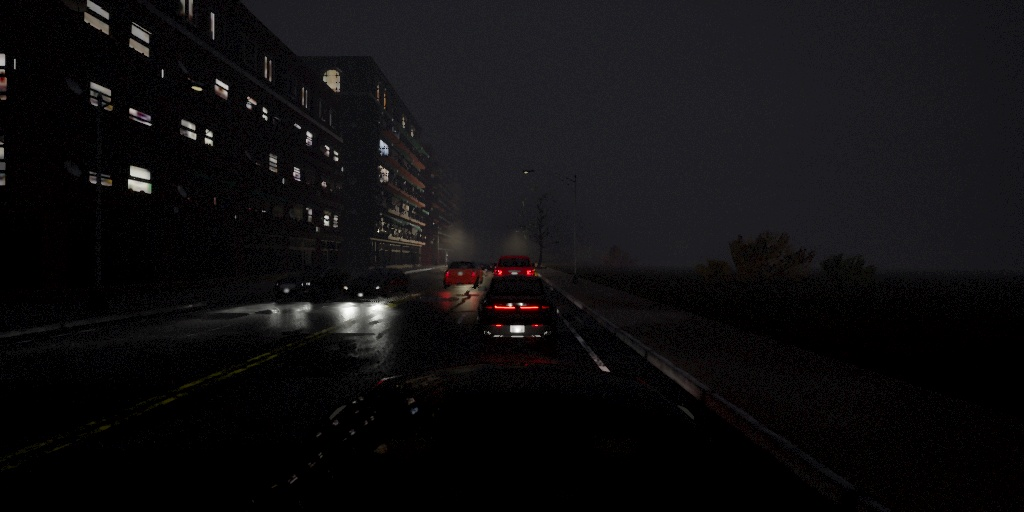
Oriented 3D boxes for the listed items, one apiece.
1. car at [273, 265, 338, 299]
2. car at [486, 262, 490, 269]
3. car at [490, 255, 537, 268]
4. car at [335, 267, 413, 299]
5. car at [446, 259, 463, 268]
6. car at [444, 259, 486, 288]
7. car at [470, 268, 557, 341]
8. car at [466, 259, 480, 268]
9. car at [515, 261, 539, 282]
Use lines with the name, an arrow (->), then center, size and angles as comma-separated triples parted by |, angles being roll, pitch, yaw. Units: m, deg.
car -> -9.828, 1.244, 18.090 | 2.128, 1.511, 4.902 | 0, 0, 0
car -> -3.090, 1.354, 45.062 | 1.895, 1.301, 4.718 | 0, 0, 0
car -> 0.125, 0.975, 20.161 | 2.150, 2.045, 5.566 | 0, 0, 0
car -> -6.577, 1.300, 18.238 | 2.033, 1.411, 5.357 | 0, 0, 0
car -> -9.745, 1.299, 60.878 | 2.033, 1.411, 5.357 | 0, 0, 0
car -> -3.119, 1.105, 23.817 | 2.097, 1.767, 4.553 | 0, 0, 0
car -> 0.113, 1.256, 9.814 | 1.837, 1.490, 4.892 | 0, 0, 0
car -> -6.497, 1.277, 60.528 | 1.812, 1.442, 4.674 | 0, 0, 0
car -> 1.177, 1.209, 30.568 | 1.801, 1.575, 5.366 | 0, 0, 0
